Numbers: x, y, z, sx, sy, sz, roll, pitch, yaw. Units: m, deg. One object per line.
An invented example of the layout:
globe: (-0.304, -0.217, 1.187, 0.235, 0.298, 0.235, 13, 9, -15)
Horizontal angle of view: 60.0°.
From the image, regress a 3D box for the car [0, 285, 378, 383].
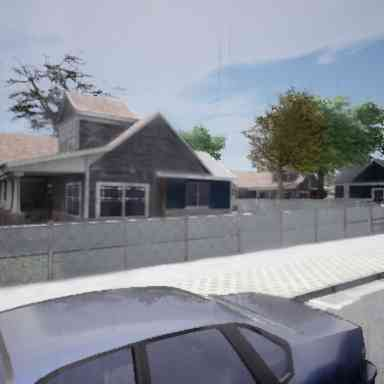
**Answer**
car: (-0.781, 1.547, 2.359, 5.357, 1.411, 2.033, 0, 0, -35)

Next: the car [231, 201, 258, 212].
car: (5.765, 1.557, 36.009, 1.994, 1.385, 4.181, 2, -1, -34)
